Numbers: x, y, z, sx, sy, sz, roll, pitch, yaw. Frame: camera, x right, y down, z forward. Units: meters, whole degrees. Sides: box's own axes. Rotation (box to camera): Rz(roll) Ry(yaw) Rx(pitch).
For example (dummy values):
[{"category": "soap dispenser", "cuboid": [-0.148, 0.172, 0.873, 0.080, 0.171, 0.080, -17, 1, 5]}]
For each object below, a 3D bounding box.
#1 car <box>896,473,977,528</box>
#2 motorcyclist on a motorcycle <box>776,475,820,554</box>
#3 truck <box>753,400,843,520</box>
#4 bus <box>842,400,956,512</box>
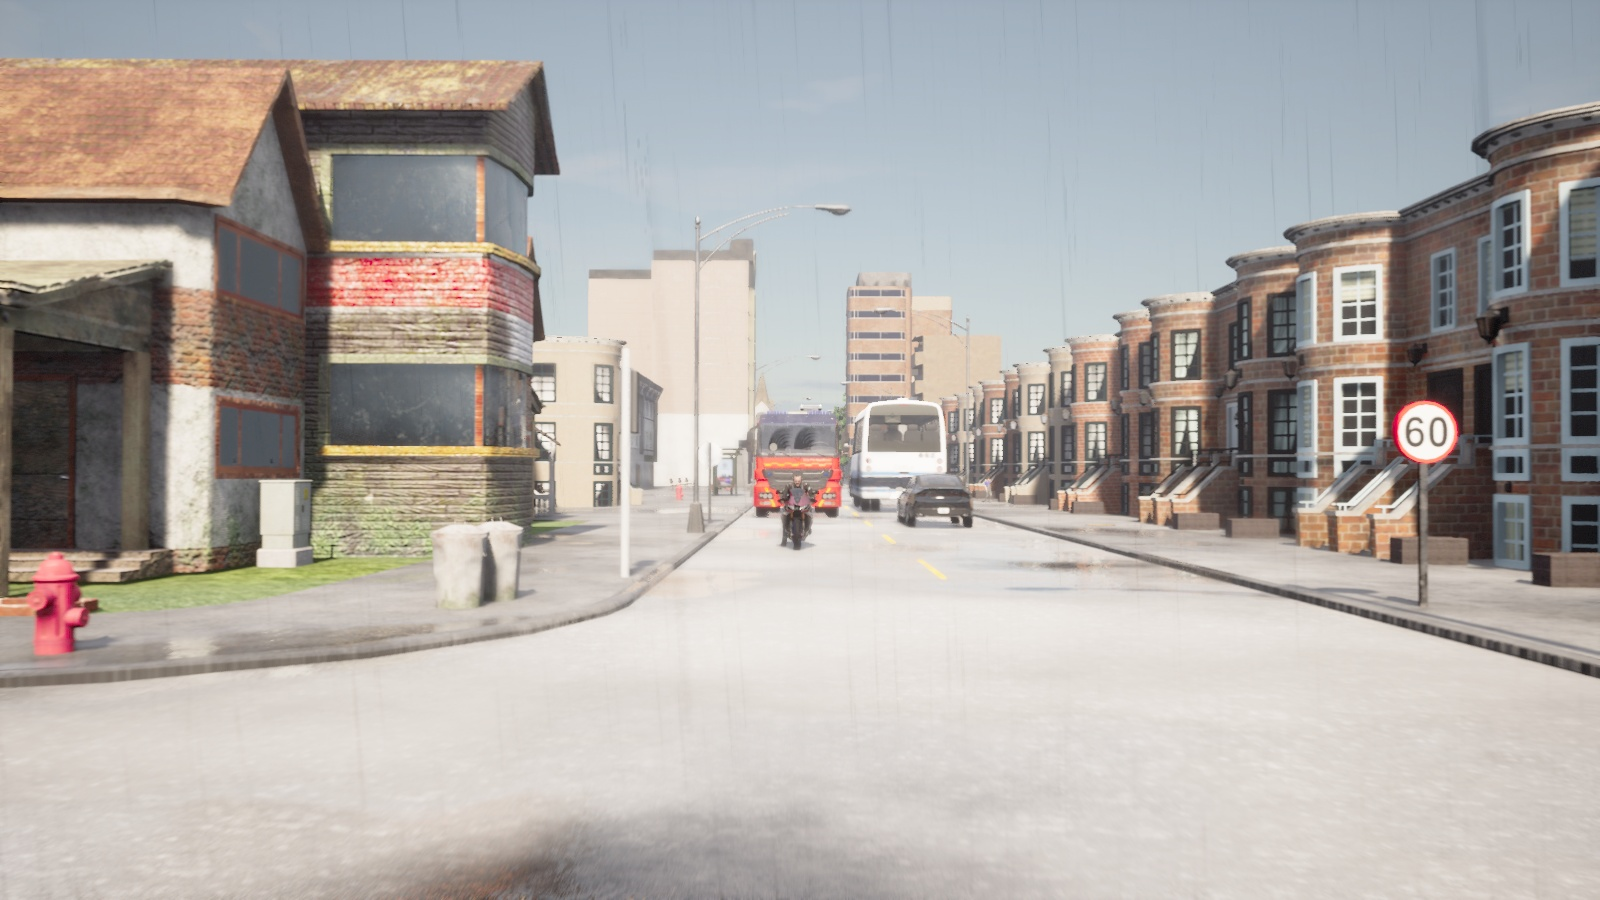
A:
[{"category": "car", "cuboid": [3.941, 1.422, 36.937, 1.837, 1.490, 4.892, 0, -1, 0]}, {"category": "motorcyclist on a motorcycle", "cuboid": [-0.041, 1.280, 25.700, 0.866, 1.530, 2.191, 0, -1, 0]}, {"category": "truck", "cuboid": [-0.075, 0.396, 44.540, 2.891, 3.827, 8.468, 0, -1, 0]}, {"category": "bus", "cuboid": [3.914, 0.305, 52.736, 3.944, 4.253, 10.273, 0, -1, 0]}]
